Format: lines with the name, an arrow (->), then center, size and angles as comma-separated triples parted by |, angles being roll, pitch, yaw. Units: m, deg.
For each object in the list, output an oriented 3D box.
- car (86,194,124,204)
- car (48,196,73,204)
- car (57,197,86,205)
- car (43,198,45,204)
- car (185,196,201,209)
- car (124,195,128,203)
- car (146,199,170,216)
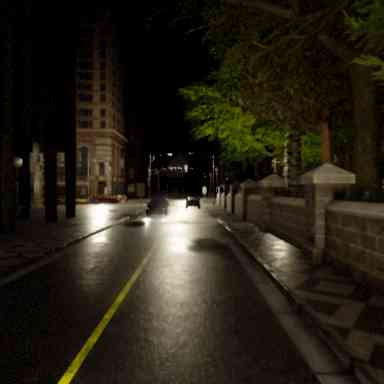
car -> -14.868, 1.272, 57.118 | 5.009, 1.841, 2.192 | -1, 1, 0
car -> -25.927, 1.610, 65.685 | 4.313, 1.339, 1.947 | -1, 1, 0
car -> -20.236, 1.555, 57.140 | 4.829, 1.417, 1.752 | -1, 1, 0
car -> -25.776, 1.628, 57.158 | 4.829, 1.417, 1.752 | -1, 1, 0
car -> 0.110, 1.309, 42.892 | 2.128, 1.511, 4.902 | 0, 0, 0
car -> -14.849, 1.336, 65.646 | 4.097, 1.590, 1.967 | -1, 1, 0
car -> -3.050, 1.350, 30.547 | 1.882, 1.535, 5.008 | 0, 0, 0
